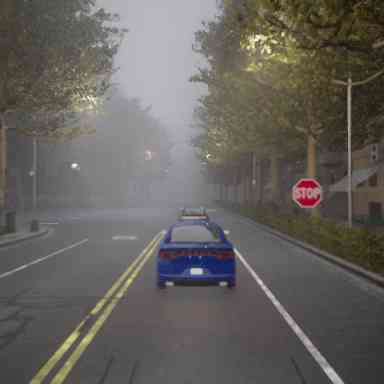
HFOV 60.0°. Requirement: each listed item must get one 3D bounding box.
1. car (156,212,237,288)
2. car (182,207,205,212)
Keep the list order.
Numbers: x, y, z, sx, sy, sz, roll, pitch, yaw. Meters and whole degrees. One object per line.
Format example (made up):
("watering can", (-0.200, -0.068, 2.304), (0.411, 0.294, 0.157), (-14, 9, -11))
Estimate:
("car", (0.097, 1.557, 9.556), (1.882, 1.535, 5.008), (0, 0, 0))
("car", (0.092, 1.666, 21.080), (2.128, 1.511, 4.902), (0, 0, 0))
